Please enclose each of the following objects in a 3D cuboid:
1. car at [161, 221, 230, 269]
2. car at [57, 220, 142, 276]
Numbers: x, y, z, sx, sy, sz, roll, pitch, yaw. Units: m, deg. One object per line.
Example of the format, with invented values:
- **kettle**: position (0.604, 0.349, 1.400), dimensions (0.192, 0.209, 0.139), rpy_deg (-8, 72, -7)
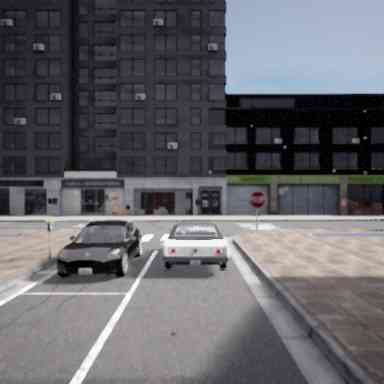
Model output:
- **car**: position (0.138, 1.627, 11.211), dimensions (1.895, 1.301, 4.718), rpy_deg (0, 0, 1)
- **car**: position (-2.643, 1.590, 10.399), dimensions (1.947, 1.339, 4.313), rpy_deg (0, 0, 0)
